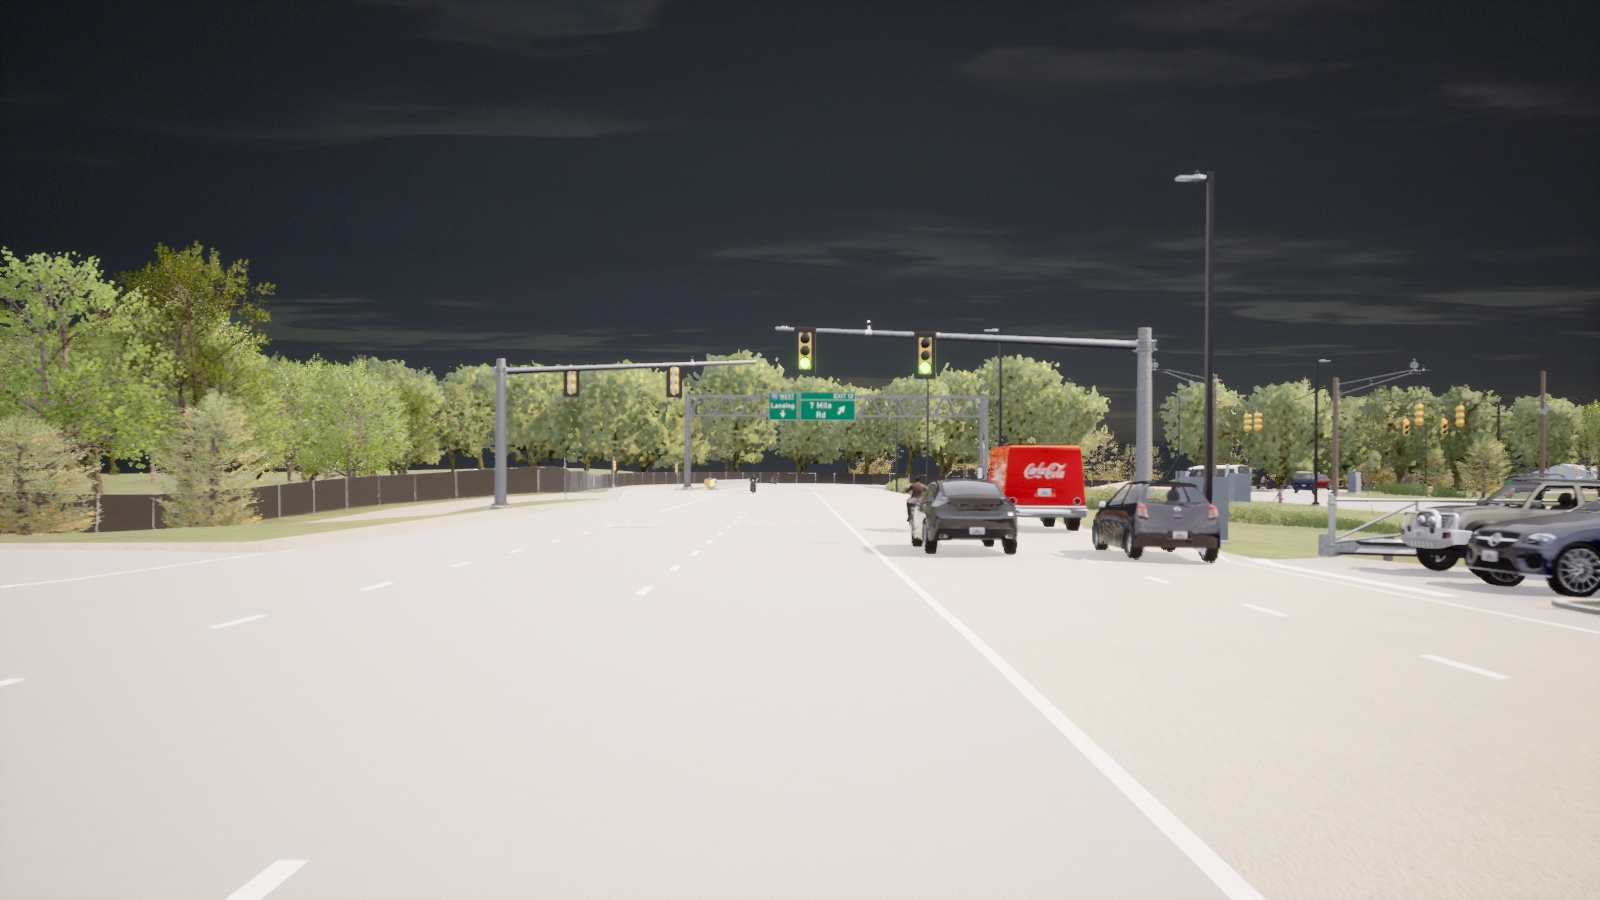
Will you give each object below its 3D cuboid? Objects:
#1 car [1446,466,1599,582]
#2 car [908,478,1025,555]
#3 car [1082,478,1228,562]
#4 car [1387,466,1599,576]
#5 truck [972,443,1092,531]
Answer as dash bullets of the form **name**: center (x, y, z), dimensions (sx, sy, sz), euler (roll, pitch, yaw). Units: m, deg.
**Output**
- **car**: center (13.024, 1.152, 19.343), dimensions (5.027, 1.651, 2.152), euler (2, -1, -1)
- **car**: center (3.434, 1.362, 26.818), dimensions (1.837, 1.490, 4.892), euler (0, -2, 0)
- **car**: center (6.955, 1.327, 25.004), dimensions (1.845, 1.501, 3.633), euler (0, -1, -1)
- **car**: center (13.456, 1.276, 22.860), dimensions (4.605, 1.855, 1.932), euler (1, -1, -1)
- **truck**: center (6.906, 1.093, 38.048), dimensions (2.627, 2.467, 5.204), euler (0, -1, 0)
